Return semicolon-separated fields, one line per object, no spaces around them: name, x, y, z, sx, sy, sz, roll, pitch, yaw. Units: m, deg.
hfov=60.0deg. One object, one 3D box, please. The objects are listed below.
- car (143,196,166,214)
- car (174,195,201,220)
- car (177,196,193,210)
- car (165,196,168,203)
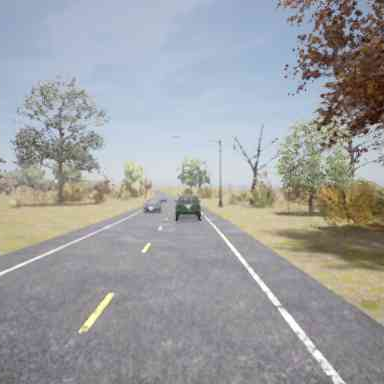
car;-4.329;1.550;36.884;2.128;1.511;4.902;0;0;-2
car;-0.365;1.271;29.005;2.150;2.045;5.566;0;0;-2
car;-1.005;1.413;45.470;2.097;1.767;4.553;0;0;-3
car;-6.345;1.608;74.044;2.033;1.411;5.357;0;0;-4
